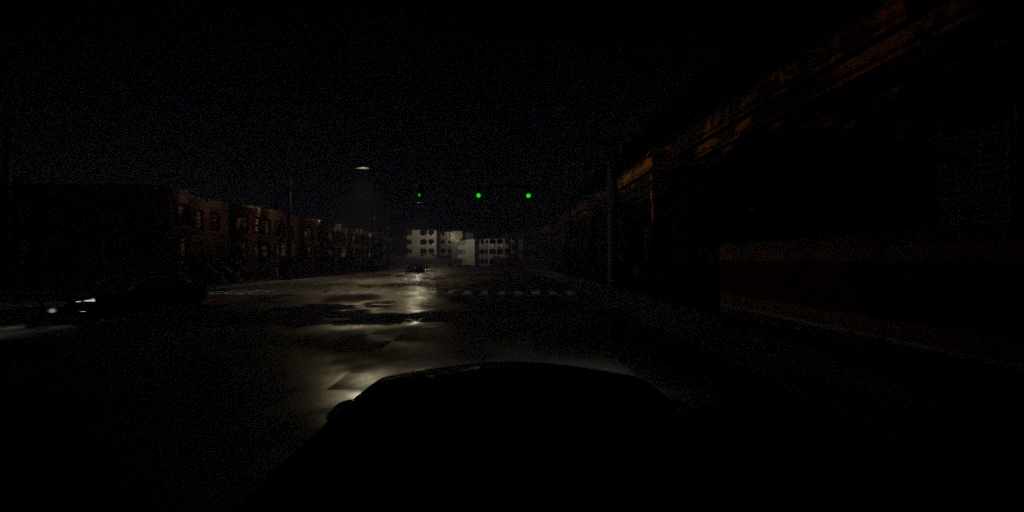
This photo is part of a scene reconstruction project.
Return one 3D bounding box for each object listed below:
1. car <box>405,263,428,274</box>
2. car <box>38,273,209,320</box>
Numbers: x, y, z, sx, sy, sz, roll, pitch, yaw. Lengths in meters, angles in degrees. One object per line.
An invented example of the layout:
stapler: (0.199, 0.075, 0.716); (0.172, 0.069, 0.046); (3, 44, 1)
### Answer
car: (-14.040, 1.881, 51.979); (1.812, 1.442, 4.674); (0, 0, 0)
car: (-13.999, 1.424, 13.379); (2.128, 1.511, 4.902); (0, -1, 0)
